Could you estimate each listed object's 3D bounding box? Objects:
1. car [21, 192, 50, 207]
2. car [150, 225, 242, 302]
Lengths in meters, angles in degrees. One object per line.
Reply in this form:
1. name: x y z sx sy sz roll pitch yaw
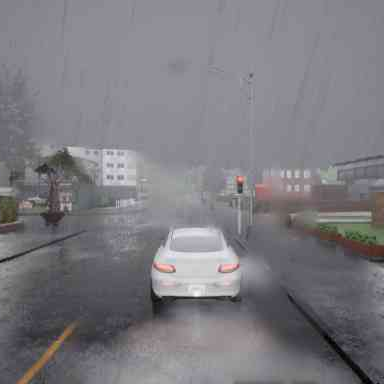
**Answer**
1. car: -19.817 0.985 42.788 1.905 1.878 3.866 0 0 35
2. car: 0.086 1.526 8.133 1.812 1.442 4.674 0 0 0
